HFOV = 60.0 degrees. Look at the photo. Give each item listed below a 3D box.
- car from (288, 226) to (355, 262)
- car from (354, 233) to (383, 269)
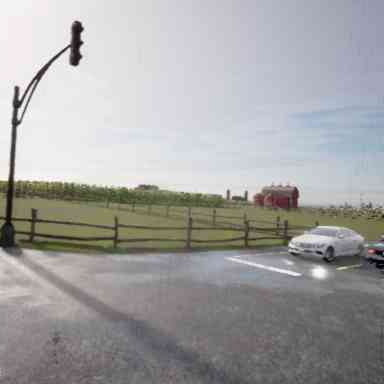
[{"bbox_3d":[6.550,2.358,15.873,4.674,1.442,1.812,5,-2,-39],"label":"car"},{"bbox_3d":[9.096,2.451,13.453,5.357,1.411,2.033,5,-2,-35],"label":"car"}]
